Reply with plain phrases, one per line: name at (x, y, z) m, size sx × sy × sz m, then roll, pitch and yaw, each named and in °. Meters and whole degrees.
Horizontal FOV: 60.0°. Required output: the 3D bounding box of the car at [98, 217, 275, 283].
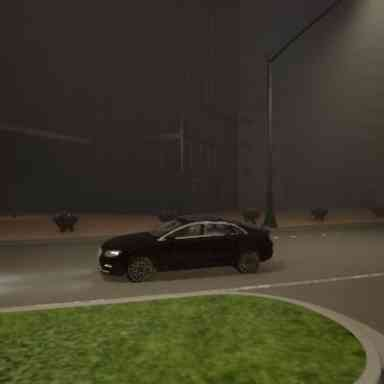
car at (-0.088, 1.474, 9.356) m, size 4.902 × 1.511 × 2.128 m, roll 0°, pitch 0°, yaw -16°
